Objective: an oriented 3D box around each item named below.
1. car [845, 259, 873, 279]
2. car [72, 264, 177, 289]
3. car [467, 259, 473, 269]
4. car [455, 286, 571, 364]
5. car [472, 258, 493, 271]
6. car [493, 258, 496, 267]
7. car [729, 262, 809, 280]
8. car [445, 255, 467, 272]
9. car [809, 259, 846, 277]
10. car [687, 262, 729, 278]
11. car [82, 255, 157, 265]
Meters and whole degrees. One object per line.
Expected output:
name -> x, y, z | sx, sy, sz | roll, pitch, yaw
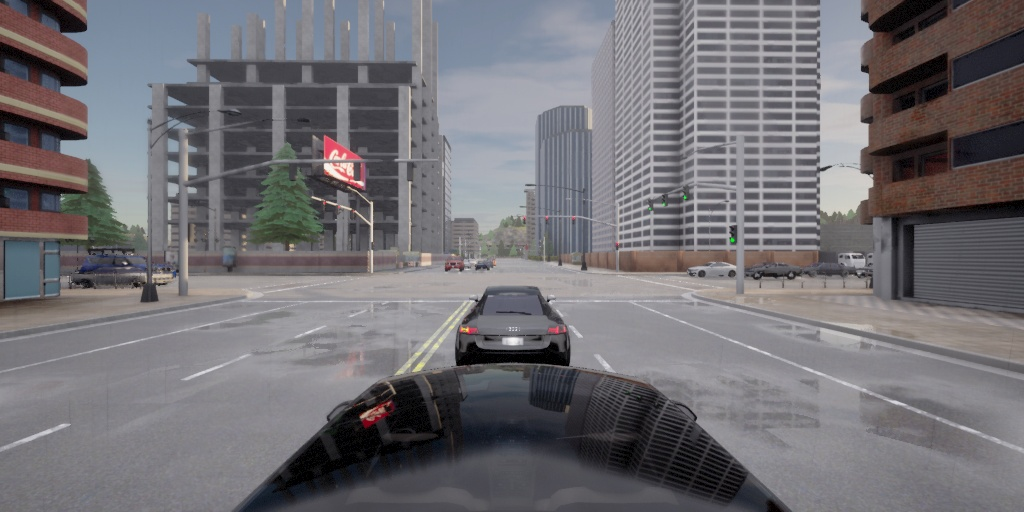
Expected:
car -> 32.227, 1.238, 30.739 | 4.902, 1.511, 2.128 | 0, 0, -1
car -> -24.465, 1.348, 22.716 | 4.718, 1.301, 1.895 | 0, 0, -1
car -> -7.605, 1.270, 57.265 | 1.812, 1.442, 4.674 | 0, 0, 0
car -> 0.011, 1.313, 7.655 | 1.994, 1.385, 4.181 | 0, 0, 0
car -> -4.048, 1.346, 50.038 | 1.895, 1.301, 4.718 | 0, 0, -1
car -> -4.122, 1.308, 59.963 | 1.994, 1.385, 4.181 | 0, 0, 0
car -> 21.854, 1.238, 30.601 | 4.902, 1.511, 2.128 | 0, 0, -1
car -> -7.558, 0.966, 47.587 | 2.150, 2.045, 5.566 | 0, 0, -4
car -> 29.671, 1.294, 34.210 | 5.357, 1.411, 2.033 | 0, 0, -1
car -> 19.089, 1.272, 34.042 | 4.674, 1.442, 1.812 | 0, 0, -1
car -> -27.930, 0.968, 26.165 | 5.566, 2.045, 2.150 | 0, 0, -1
